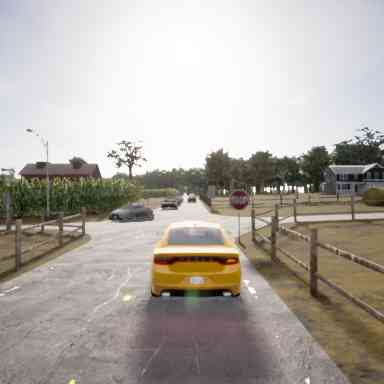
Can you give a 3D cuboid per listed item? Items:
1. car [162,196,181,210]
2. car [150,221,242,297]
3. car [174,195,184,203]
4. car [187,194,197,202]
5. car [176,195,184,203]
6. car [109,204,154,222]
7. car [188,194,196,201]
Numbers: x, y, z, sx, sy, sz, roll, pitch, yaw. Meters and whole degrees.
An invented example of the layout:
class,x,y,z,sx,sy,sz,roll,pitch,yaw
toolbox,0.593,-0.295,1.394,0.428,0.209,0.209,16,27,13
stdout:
class,x,y,z,sx,sy,sz,roll,pitch,yaw
car,-2.845,1.576,43.172,1.895,1.301,4.718,0,0,0
car,0.063,1.481,8.637,1.882,1.535,5.008,0,0,-1
car,-2.747,1.426,69.313,1.882,1.535,5.008,0,0,0
car,0.005,1.439,70.447,1.837,1.490,4.892,0,0,0
car,-2.819,1.563,54.426,1.895,1.301,4.718,0,0,0
car,-5.190,1.720,28.890,1.994,1.385,4.181,1,4,33
car,0.008,1.248,80.877,1.882,1.535,5.008,0,0,0
